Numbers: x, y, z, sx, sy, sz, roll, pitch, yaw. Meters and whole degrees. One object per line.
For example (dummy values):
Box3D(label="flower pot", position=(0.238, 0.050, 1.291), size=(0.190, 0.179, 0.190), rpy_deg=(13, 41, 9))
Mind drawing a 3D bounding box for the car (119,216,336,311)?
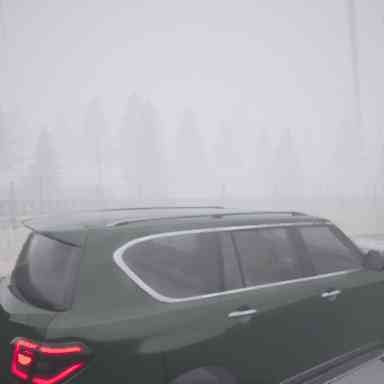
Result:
Box3D(label="car", position=(1.066, 1.505, 8.459), size=(5.357, 1.411, 2.033), rpy_deg=(0, 0, -31))

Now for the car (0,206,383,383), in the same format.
Box3D(label="car", position=(0.704, 1.201, 4.069), size=(5.566, 2.045, 2.150), rpy_deg=(0, 0, -33))
